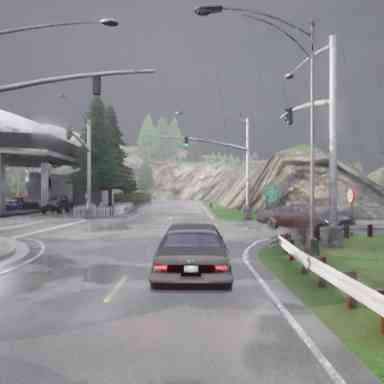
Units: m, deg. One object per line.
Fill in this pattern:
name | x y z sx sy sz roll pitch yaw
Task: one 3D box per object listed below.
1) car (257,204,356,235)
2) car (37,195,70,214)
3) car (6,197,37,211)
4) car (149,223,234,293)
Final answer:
car | 5.916 1.354 17.877 2.033 1.411 5.357 0 0 -34
car | -14.568 1.293 35.748 1.905 1.878 3.866 0 0 -1
car | -20.280 1.458 40.019 2.242 1.667 4.611 0 0 -1
car | 0.019 1.542 8.980 2.033 1.411 5.357 0 0 1
